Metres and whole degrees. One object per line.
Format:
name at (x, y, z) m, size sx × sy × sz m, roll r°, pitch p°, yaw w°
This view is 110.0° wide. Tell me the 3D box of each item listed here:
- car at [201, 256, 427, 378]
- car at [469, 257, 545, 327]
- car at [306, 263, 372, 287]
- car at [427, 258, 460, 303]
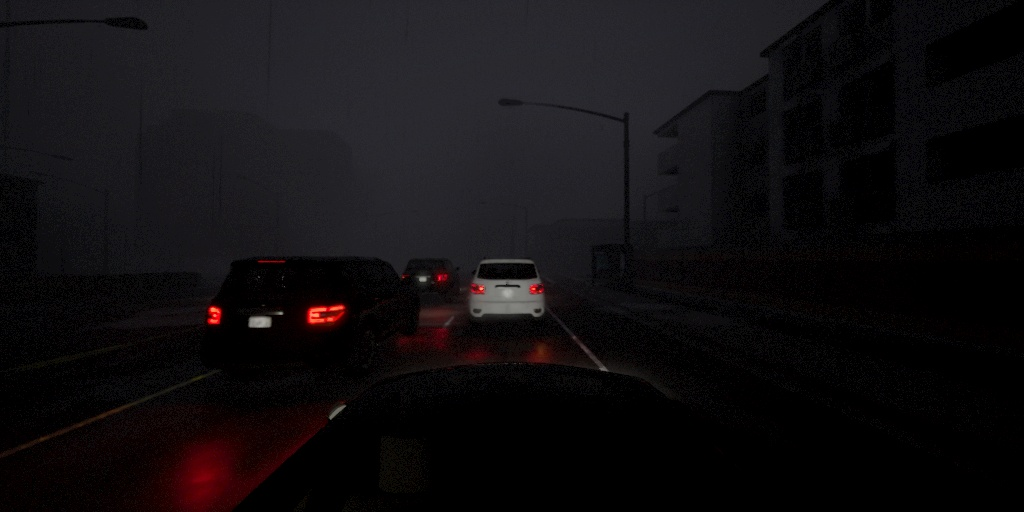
car at (-3.546, 1.032, 7.628) m, size 2.150 × 2.045 × 5.566 m, roll 0°, pitch -1°, yaw -1°
car at (-0.188, 1.071, 12.039) m, size 2.150 × 2.045 × 5.566 m, roll 0°, pitch -1°, yaw -2°
car at (-11.263, 1.169, 23.864) m, size 2.033 × 1.411 × 5.357 m, roll 0°, pitch -1°, yaw -3°
car at (-3.903, 1.133, 17.983) m, size 2.150 × 2.045 × 5.566 m, roll 0°, pitch -1°, yaw -2°
